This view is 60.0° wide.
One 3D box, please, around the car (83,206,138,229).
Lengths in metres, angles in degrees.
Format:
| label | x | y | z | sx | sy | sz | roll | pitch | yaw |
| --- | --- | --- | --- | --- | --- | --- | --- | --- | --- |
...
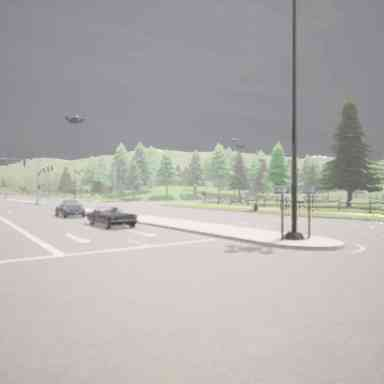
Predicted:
| label | x | y | z | sx | sy | sz | roll | pitch | yaw |
| --- | --- | --- | --- | --- | --- | --- | --- | --- | --- |
| car | -5.288 | 1.608 | 21.807 | 1.895 | 1.301 | 4.718 | 0 | 0 | -35 |

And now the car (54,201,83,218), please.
| label | x | y | z | sx | sy | sz | roll | pitch | yaw |
| --- | --- | --- | --- | --- | --- | --- | --- | --- | --- |
| car | -10.987 | 1.533 | 30.033 | 1.812 | 1.442 | 4.674 | 0 | 0 | -34 |
